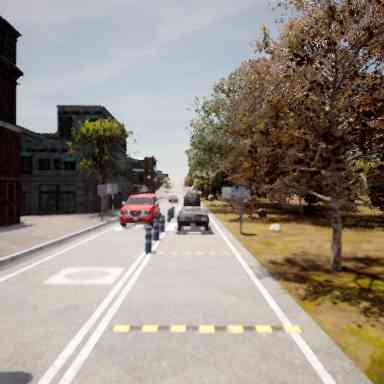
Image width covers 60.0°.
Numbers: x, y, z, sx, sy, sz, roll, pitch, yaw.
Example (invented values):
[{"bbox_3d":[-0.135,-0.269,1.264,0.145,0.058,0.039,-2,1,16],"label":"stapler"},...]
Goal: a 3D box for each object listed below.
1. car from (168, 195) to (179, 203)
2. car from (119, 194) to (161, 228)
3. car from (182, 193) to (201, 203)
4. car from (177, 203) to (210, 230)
[{"bbox_3d":[-3.584,1.309,63.909,1.882,1.535,5.008,0,0,0],"label":"car"},{"bbox_3d":[-3.385,1.189,22.574,2.150,2.045,5.566,0,1,0],"label":"car"},{"bbox_3d":[-0.024,1.147,42.448,2.150,2.045,5.566,0,0,0],"label":"car"},{"bbox_3d":[0.080,1.570,20.978,1.895,1.301,4.718,1,0,0],"label":"car"}]
